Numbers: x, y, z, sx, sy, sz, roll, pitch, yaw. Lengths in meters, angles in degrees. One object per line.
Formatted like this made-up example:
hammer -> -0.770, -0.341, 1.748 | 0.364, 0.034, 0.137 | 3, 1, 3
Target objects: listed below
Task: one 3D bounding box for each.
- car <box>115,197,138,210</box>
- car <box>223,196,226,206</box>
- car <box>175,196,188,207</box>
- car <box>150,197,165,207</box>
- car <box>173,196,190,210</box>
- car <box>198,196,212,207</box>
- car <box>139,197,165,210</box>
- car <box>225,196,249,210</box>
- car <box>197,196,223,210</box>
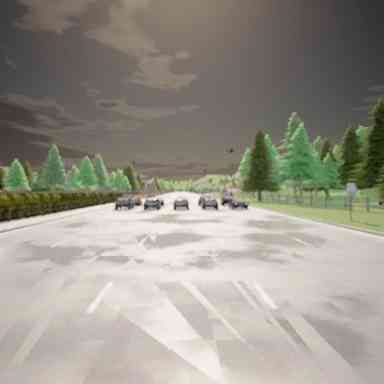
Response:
car -> -8.268, 1.391, 41.142 | 1.837, 1.490, 4.892 | 0, 0, -2
car -> 5.373, 1.294, 50.405 | 1.882, 1.535, 5.008 | 0, 0, -2
car -> -1.623, 1.363, 50.152 | 1.812, 1.442, 4.674 | 0, 0, -2
car -> -5.124, 1.448, 50.156 | 1.895, 1.301, 4.718 | 0, 0, -2
car -> -1.317, 1.359, 40.894 | 2.128, 1.511, 4.902 | 0, 0, -2
car -> 1.875, 1.332, 50.273 | 1.837, 1.490, 4.892 | 0, 0, -2
car -> -4.815, 1.369, 40.778 | 2.128, 1.511, 4.902 | 0, 0, -2
car -> 5.679, 1.447, 41.156 | 1.895, 1.301, 4.718 | 0, 0, -2
car -> 2.181, 1.348, 41.010 | 2.128, 1.511, 4.902 | 0, 0, -2
